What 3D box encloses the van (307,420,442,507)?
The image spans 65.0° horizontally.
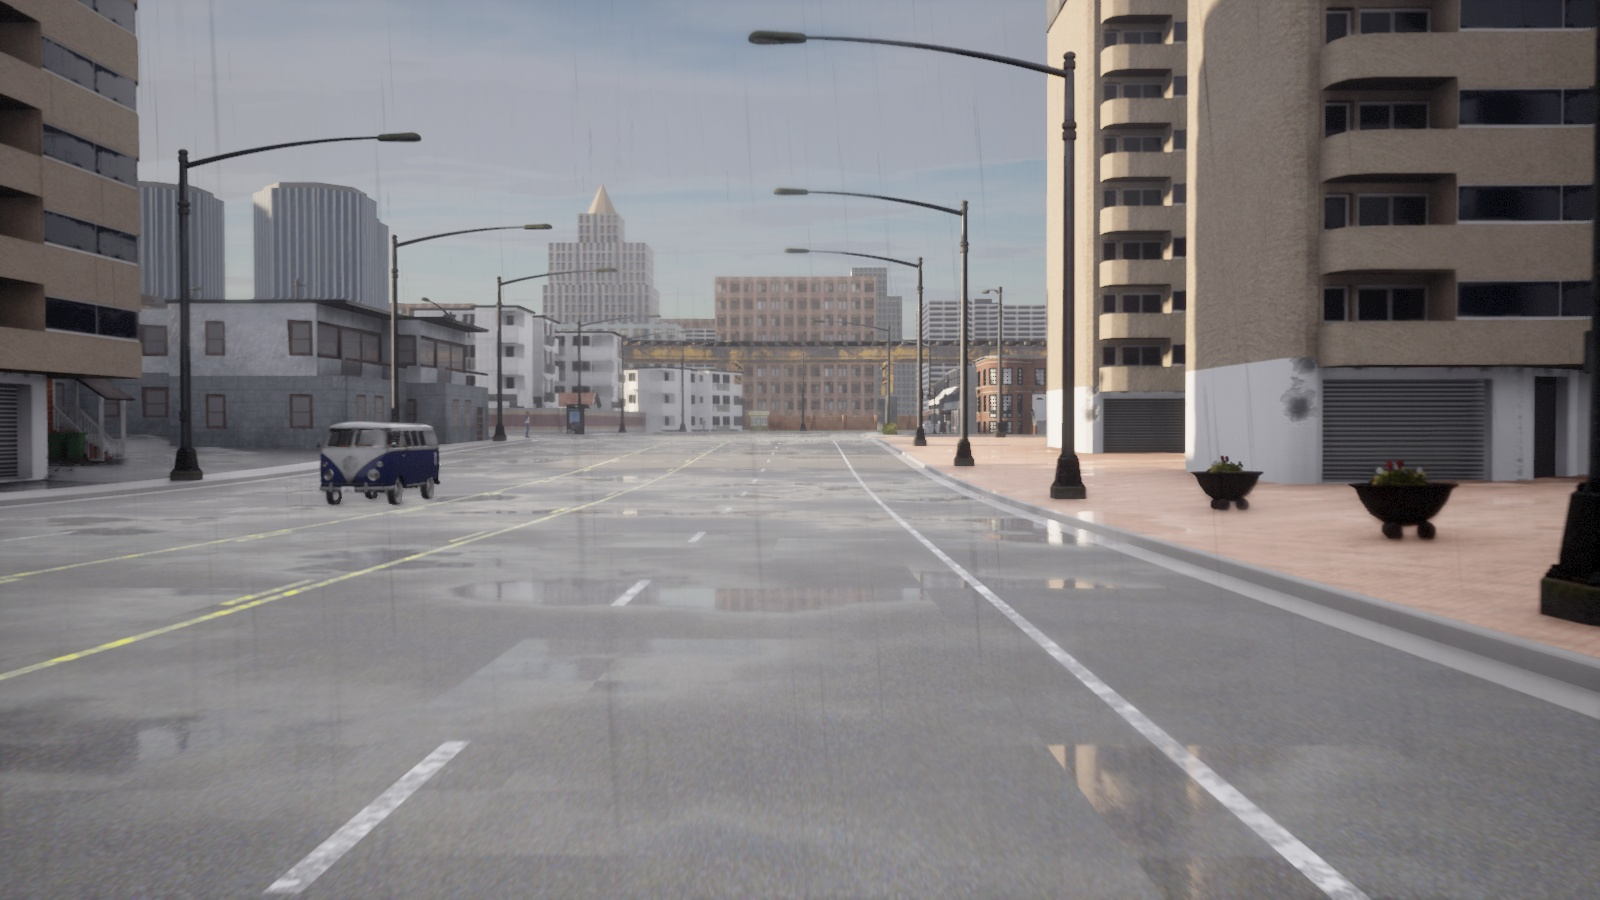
[{"bbox_3d":[-10.309,0.276,30.804,1.775,1.987,4.442,0,1,0],"label":"van"}]
